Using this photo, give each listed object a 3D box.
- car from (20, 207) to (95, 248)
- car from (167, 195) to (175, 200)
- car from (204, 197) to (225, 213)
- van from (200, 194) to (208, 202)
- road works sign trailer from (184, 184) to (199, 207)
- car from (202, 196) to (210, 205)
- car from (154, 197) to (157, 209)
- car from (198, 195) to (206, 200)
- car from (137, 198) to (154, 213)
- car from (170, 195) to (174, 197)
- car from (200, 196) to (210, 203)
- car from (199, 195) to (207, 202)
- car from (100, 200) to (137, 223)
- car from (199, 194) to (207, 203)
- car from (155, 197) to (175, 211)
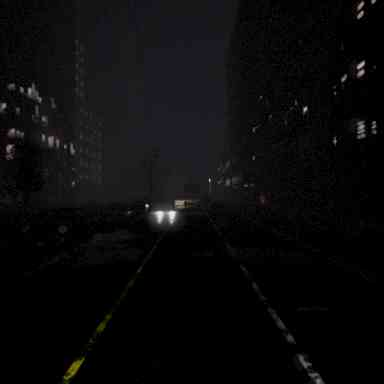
[{"bbox_3d":[-5.696,1.436,14.493,1.967,1.590,4.097,0,0,0],"label":"car"},{"bbox_3d":[-5.721,1.561,91.780,1.752,1.417,4.829,0,0,0],"label":"car"},{"bbox_3d":[2.678,1.547,36.626,2.008,1.369,4.403,0,0,0],"label":"car"},{"bbox_3d":[2.665,1.359,75.355,1.690,1.788,3.998,0,0,0],"label":"van"},{"bbox_3d":[-0.018,0.465,52.425,2.380,3.560,2.880,0,0,0],"label":"road works sign trailer"},{"bbox_3d":[2.676,1.548,42.159,2.008,1.369,4.403,0,0,0],"label":"car"},{"bbox_3d":[-5.705,1.438,42.157,1.967,1.590,4.097,0,0,0],"label":"car"},{"bbox_3d":[2.659,1.586,91.952,2.008,1.369,4.403,0,0,0],"label":"car"},{"bbox_3d":[-5.703,1.547,36.624,2.008,1.369,4.403,0,0,0],"label":"car"},{"bbox_3d":[-5.716,1.601,75.353,1.802,1.307,4.206,0,0,0],"label":"car"},{"bbox_3d":[2.666,1.595,69.822,1.802,1.307,4.206,0,0,0],"label":"car"},{"bbox_3d":[2.663,1.464,80.887,1.967,1.590,4.097,0,0,0],"label":"car"},{"bbox_3d":[-5.699,1.520,25.389,1.752,1.417,4.829,0,0,0],"label":"car"},{"bbox_3d":[2.670,1.444,58.756,1.967,1.590,4.097,0,0,0],"label":"car"},{"bbox_3d":[-3.106,1.598,41.612,1.895,1.301,4.718,0,0,0],"label":"car"}]
